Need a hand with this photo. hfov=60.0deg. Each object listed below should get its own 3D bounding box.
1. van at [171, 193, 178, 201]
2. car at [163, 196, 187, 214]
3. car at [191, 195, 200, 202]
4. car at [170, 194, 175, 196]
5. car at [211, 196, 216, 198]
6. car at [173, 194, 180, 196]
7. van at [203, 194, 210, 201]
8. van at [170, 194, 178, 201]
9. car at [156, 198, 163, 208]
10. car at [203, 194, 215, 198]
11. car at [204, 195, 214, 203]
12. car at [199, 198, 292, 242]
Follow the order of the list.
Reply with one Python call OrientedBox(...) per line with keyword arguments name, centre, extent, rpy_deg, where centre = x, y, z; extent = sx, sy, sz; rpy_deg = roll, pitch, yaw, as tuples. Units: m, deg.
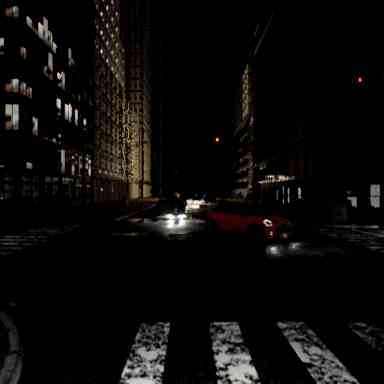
OrientedBox(name="van", centre=(-4.458, 1.271, 85.906), extent=(1.690, 1.788, 3.998), rpy_deg=(0, 0, 0))
OrientedBox(name="car", centre=(-1.620, 1.490, 35.306), extent=(2.128, 1.511, 4.902), rpy_deg=(0, 0, 0))
OrientedBox(name="car", centre=(0.964, 1.475, 73.185), extent=(1.812, 1.442, 4.674), rpy_deg=(0, 0, 0))
OrientedBox(name="car", centre=(-4.295, 1.531, 63.796), extent=(1.947, 1.339, 4.313), rpy_deg=(0, 0, 0))
OrientedBox(name="car", centre=(3.797, 1.558, 41.746), extent=(1.947, 1.339, 4.313), rpy_deg=(0, 0, 0))
OrientedBox(name="car", centre=(-1.735, 1.506, 52.719), extent=(1.812, 1.442, 4.674), rpy_deg=(0, 0, 0))
OrientedBox(name="van", centre=(3.463, 1.280, 80.437), extent=(1.690, 1.788, 3.998), rpy_deg=(0, 0, 0))
OrientedBox(name="van", centre=(-4.417, 1.280, 80.379), extent=(1.690, 1.788, 3.998), rpy_deg=(0, 0, 0))
OrientedBox(name="car", centre=(-4.173, 1.568, 47.214), extent=(1.802, 1.307, 4.206), rpy_deg=(0, 0, 0))
OrientedBox(name="car", centre=(3.585, 1.280, 63.854), extent=(2.192, 1.841, 5.009), rpy_deg=(0, 0, 0))
OrientedBox(name="car", centre=(3.544, 1.397, 69.382), extent=(1.967, 1.590, 4.097), rpy_deg=(0, 0, 0))
OrientedBox(name="car", centre=(2.797, 1.389, 17.009), extent=(2.097, 1.767, 4.553), rpy_deg=(1, 0, -41))
